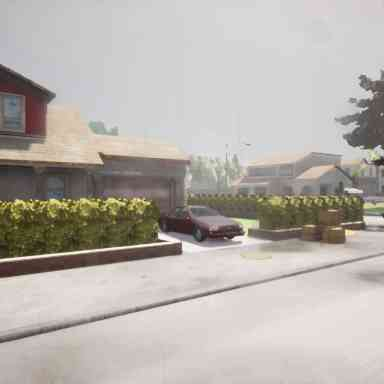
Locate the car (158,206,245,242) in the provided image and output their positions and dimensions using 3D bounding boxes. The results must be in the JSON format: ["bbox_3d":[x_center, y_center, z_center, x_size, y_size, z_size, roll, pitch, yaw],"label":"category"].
[{"bbox_3d":[0.086,1.356,15.477,2.033,1.415,5.357,0,0,-33],"label":"car"}]
